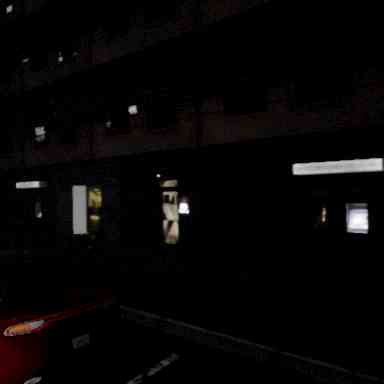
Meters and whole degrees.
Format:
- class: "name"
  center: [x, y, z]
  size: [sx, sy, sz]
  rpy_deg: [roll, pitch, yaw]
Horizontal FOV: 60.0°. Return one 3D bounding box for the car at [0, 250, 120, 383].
- class: "car"
  center: [-3.070, 1.565, 5.081]
  size: [4.507, 1.381, 1.887]
  rpy_deg: [0, -1, 36]
